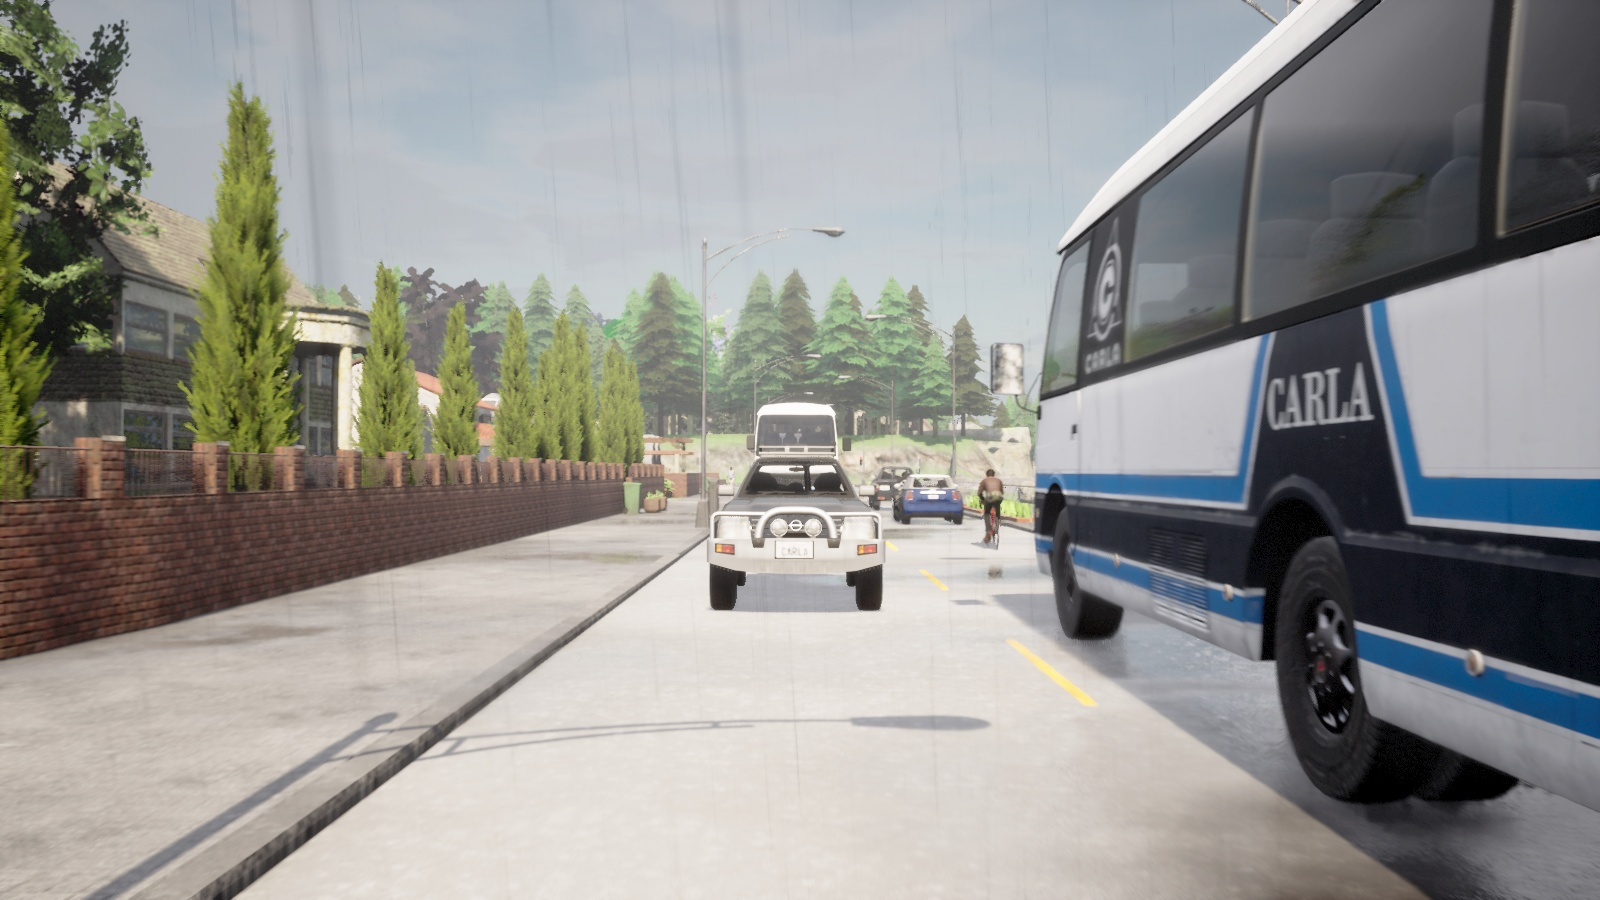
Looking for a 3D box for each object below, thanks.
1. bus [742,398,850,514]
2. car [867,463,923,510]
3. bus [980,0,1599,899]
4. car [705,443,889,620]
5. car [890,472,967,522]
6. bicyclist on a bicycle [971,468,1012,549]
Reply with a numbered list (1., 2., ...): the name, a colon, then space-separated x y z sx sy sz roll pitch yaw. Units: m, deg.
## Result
1. bus: -0.131 0.300 51.461 3.944 4.253 10.273 0 -1 0
2. car: 3.879 1.483 51.801 1.932 1.855 4.605 0 -1 0
3. bus: 3.979 -0.430 8.809 3.944 4.253 10.273 0 -1 0
4. car: -0.037 0.891 15.504 1.932 1.855 4.605 0 -1 0
5. car: 3.909 1.413 38.775 1.970 1.475 3.806 0 -1 0
6. bicyclist on a bicycle: 3.946 1.186 25.927 0.582 1.620 1.656 0 -1 0
